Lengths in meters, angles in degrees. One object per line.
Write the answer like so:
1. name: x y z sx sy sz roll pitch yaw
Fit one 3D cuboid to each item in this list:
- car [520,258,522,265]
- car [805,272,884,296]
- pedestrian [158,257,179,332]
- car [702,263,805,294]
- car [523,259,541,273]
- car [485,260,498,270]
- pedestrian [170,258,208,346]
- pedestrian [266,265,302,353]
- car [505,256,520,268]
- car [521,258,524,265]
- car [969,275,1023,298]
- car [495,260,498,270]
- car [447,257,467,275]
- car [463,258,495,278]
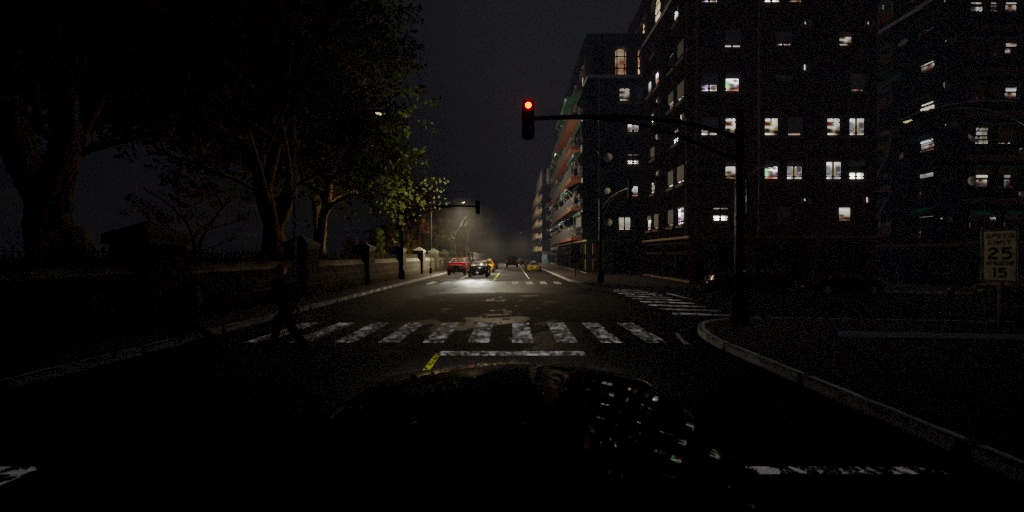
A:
1. car: 2.689 1.315 55.427 2.007 1.370 4.403 0 0 0
2. car: 20.293 1.671 22.255 4.507 1.381 1.888 0 0 0
3. pedestrian: -8.083 0.891 8.639 0.375 1.860 0.375 0 0 0
4. car: 14.598 1.338 22.236 5.009 1.841 2.192 0 0 0
5. car: 2.689 1.283 44.526 1.751 1.417 4.829 0 0 0
6. car: -3.090 1.291 54.919 1.812 1.442 4.674 0 0 0
7. pedestrian: -7.234 1.043 8.040 0.375 1.860 0.375 0 0 0
8. pedestrian: -4.691 1.043 7.392 0.375 1.860 0.375 0 0 0
9. car: -0.001 0.993 63.751 2.150 2.045 5.566 0 0 0
10. car: 2.689 1.306 49.891 1.888 1.381 4.507 0 0 0
11. car: 31.515 1.857 22.290 4.829 1.417 1.751 0 0 0
12. car: -3.092 1.235 44.283 1.882 1.535 5.008 0 0 0
13. car: -5.691 1.069 38.820 2.192 1.841 5.009 0 0 0
14. car: -3.088 1.245 34.761 2.128 1.511 4.902 0 0 0
